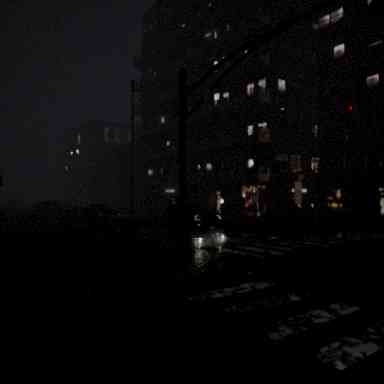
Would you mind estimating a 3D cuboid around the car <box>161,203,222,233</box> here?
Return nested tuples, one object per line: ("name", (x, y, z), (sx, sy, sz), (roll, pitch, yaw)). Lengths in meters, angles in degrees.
("car", (-0.123, 1.523, 21.090), (2.097, 1.767, 4.553), (0, -1, -35))

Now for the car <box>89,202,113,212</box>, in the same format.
("car", (-13.371, 2.128, 48.864), (1.947, 1.339, 4.313), (-1, 0, -35))

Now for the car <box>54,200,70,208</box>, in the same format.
("car", (-26.175, 2.399, 66.859), (1.887, 1.381, 4.507), (-1, 0, -35))

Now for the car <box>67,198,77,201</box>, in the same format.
("car", (-22.979, 2.097, 62.360), (2.192, 1.841, 5.009), (-1, 0, -35))

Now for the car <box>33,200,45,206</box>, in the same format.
("car", (-38.978, 2.711, 84.854), (1.947, 1.339, 4.313), (-1, 0, -35))

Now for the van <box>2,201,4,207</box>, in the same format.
("van", (-39.216, 2.378, 71.588), (1.690, 1.788, 3.998), (-1, 0, -35))

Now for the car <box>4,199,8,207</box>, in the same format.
("car", (-36.009, 2.509, 67.087), (1.887, 1.381, 4.507), (-1, 0, -35))

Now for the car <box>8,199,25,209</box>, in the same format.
("car", (-32.808, 2.331, 62.585), (1.967, 1.590, 4.097), (-1, 0, -35))

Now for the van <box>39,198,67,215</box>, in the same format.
("van", (-16.795, 1.866, 40.076), (1.690, 1.788, 3.998), (-1, 0, -35))

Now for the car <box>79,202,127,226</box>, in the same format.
("car", (-7.184, 1.742, 26.571), (1.967, 1.590, 4.097), (-1, 0, -35))

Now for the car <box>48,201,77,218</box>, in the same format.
("car", (-13.587, 2.002, 35.574), (2.008, 1.369, 4.403), (-1, 0, -35))

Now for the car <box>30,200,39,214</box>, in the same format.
("car", (-19.996, 2.039, 44.578), (1.967, 1.590, 4.097), (-1, 0, -35))

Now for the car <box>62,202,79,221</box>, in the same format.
("car", (-10.287, 1.900, 30.934), (1.752, 1.417, 4.829), (-1, 0, -35))

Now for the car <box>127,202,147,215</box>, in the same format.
("car", (-7.069, 1.942, 40.005), (1.752, 1.417, 4.829), (-1, 0, -35))
